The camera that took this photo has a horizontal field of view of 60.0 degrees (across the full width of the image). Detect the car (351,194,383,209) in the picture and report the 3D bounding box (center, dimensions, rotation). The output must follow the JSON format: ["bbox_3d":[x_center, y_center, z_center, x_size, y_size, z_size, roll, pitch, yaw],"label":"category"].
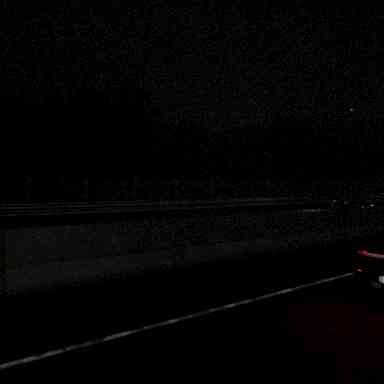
[{"bbox_3d":[18.678,1.222,33.825,4.892,1.490,1.837,-1,1,-34],"label":"car"}]

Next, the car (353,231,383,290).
[{"bbox_3d":[5.711,1.468,7.752,4.902,1.511,2.128,0,0,-35],"label":"car"}]

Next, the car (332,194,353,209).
[{"bbox_3d":[17.800,1.049,37.442,4.553,1.767,2.097,-1,1,-34],"label":"car"}]
